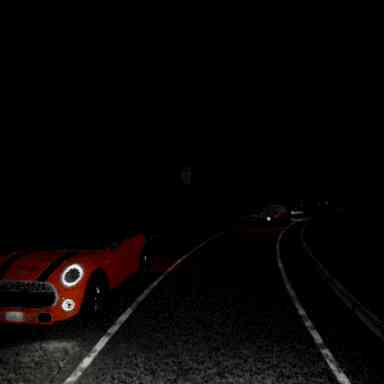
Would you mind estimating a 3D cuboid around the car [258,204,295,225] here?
[{"bbox_3d":[6.205,1.595,24.860,1.812,1.442,4.674,-2,-1,25],"label":"car"}]

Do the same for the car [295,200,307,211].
[{"bbox_3d":[14.378,1.770,42.841,1.895,1.301,4.718,-5,-3,43],"label":"car"}]

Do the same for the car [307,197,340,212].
[{"bbox_3d":[15.722,1.322,39.068,2.097,1.767,4.553,-5,-2,41],"label":"car"}]

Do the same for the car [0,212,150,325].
[{"bbox_3d":[-2.493,1.396,7.502,2.097,1.767,4.553,0,0,8],"label":"car"}]
